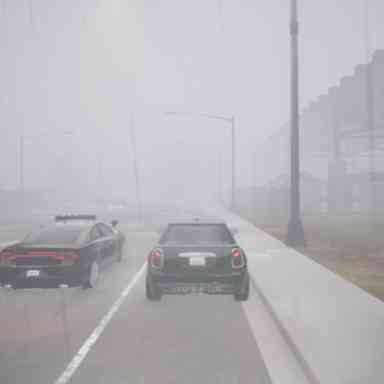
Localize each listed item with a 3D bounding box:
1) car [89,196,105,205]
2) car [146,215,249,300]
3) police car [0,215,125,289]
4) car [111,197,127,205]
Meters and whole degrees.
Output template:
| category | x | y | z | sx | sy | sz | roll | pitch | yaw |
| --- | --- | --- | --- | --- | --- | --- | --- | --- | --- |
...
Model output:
| category | x | y | z | sx | sy | sz | roll | pitch | yaw |
| --- | --- | --- | --- | --- | --- | --- | --- | --- | --- |
| car | -16.450 | 1.463 | 57.741 | 1.837 | 1.490 | 4.892 | 0 | 1 | 1 |
| car | 0.139 | 1.370 | 8.588 | 2.097 | 1.767 | 4.553 | 0 | 0 | 1 |
| police car | -3.210 | 1.463 | 9.401 | 1.930 | 1.638 | 5.238 | 0 | 0 | 1 |
| car | -12.924 | 1.517 | 58.953 | 1.895 | 1.301 | 4.718 | 0 | 1 | 1 |
